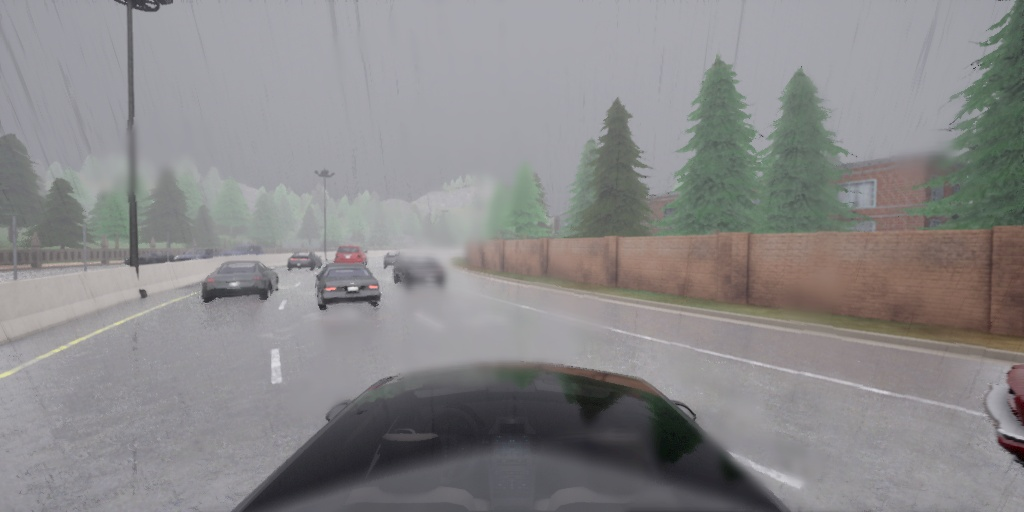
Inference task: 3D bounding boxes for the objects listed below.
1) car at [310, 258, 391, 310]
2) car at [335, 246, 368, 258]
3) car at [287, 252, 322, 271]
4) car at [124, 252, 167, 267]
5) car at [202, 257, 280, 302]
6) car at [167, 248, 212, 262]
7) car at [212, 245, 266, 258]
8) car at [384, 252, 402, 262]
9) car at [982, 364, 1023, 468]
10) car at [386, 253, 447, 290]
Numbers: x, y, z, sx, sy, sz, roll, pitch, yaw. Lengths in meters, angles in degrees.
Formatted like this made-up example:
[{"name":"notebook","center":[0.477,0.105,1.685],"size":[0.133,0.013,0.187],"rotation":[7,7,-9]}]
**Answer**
[{"name":"car","center":[-6.051,0.967,13.014],"size":[2.033,1.411,5.357],"rotation":[0,2,-30]},{"name":"car","center":[-13.994,0.118,31.386],"size":[2.150,2.045,5.566],"rotation":[0,1,-17]},{"name":"car","center":[-17.131,0.402,29.834],"size":[2.128,1.511,4.902],"rotation":[0,1,-18]},{"name":"car","center":[-32.742,0.313,32.867],"size":[1.895,1.301,4.718],"rotation":[0,1,-14]},{"name":"car","center":[-10.661,0.913,14.352],"size":[1.994,1.385,4.181],"rotation":[0,2,-28]},{"name":"car","center":[-29.338,0.068,33.698],"size":[2.097,1.767,4.553],"rotation":[0,2,-14]},{"name":"car","center":[-26.008,-0.002,34.784],"size":[2.150,2.045,5.566],"rotation":[0,1,-13]},{"name":"car","center":[-11.196,0.335,34.388],"size":[2.128,1.511,4.902],"rotation":[0,1,-16]},{"name":"car","center":[6.029,1.400,1.625],"size":[1.895,1.301,4.718],"rotation":[-1,2,-38]},{"name":"car","center":[-4.728,0.795,18.031],"size":[2.128,1.511,4.902],"rotation":[0,2,-28]}]
